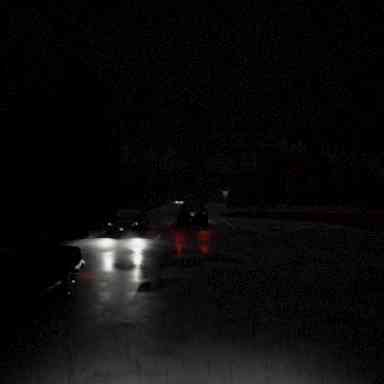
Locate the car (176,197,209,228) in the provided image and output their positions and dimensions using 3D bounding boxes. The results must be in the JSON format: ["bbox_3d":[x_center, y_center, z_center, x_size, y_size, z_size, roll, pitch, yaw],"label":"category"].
[{"bbox_3d":[0.055,1.475,23.348,2.097,1.767,4.553,0,0,1],"label":"car"}]

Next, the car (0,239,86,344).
[{"bbox_3d":[-3.500,1.601,5.847,2.033,1.411,5.357,0,0,0],"label":"car"}]

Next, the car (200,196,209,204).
[{"bbox_3d":[2.975,1.877,79.794,1.816,1.474,4.193,-6,0,-2],"label":"car"}]

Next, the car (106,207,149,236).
[{"bbox_3d":[-3.588,1.628,19.209,1.812,1.442,4.674,0,0,0],"label":"car"}]
